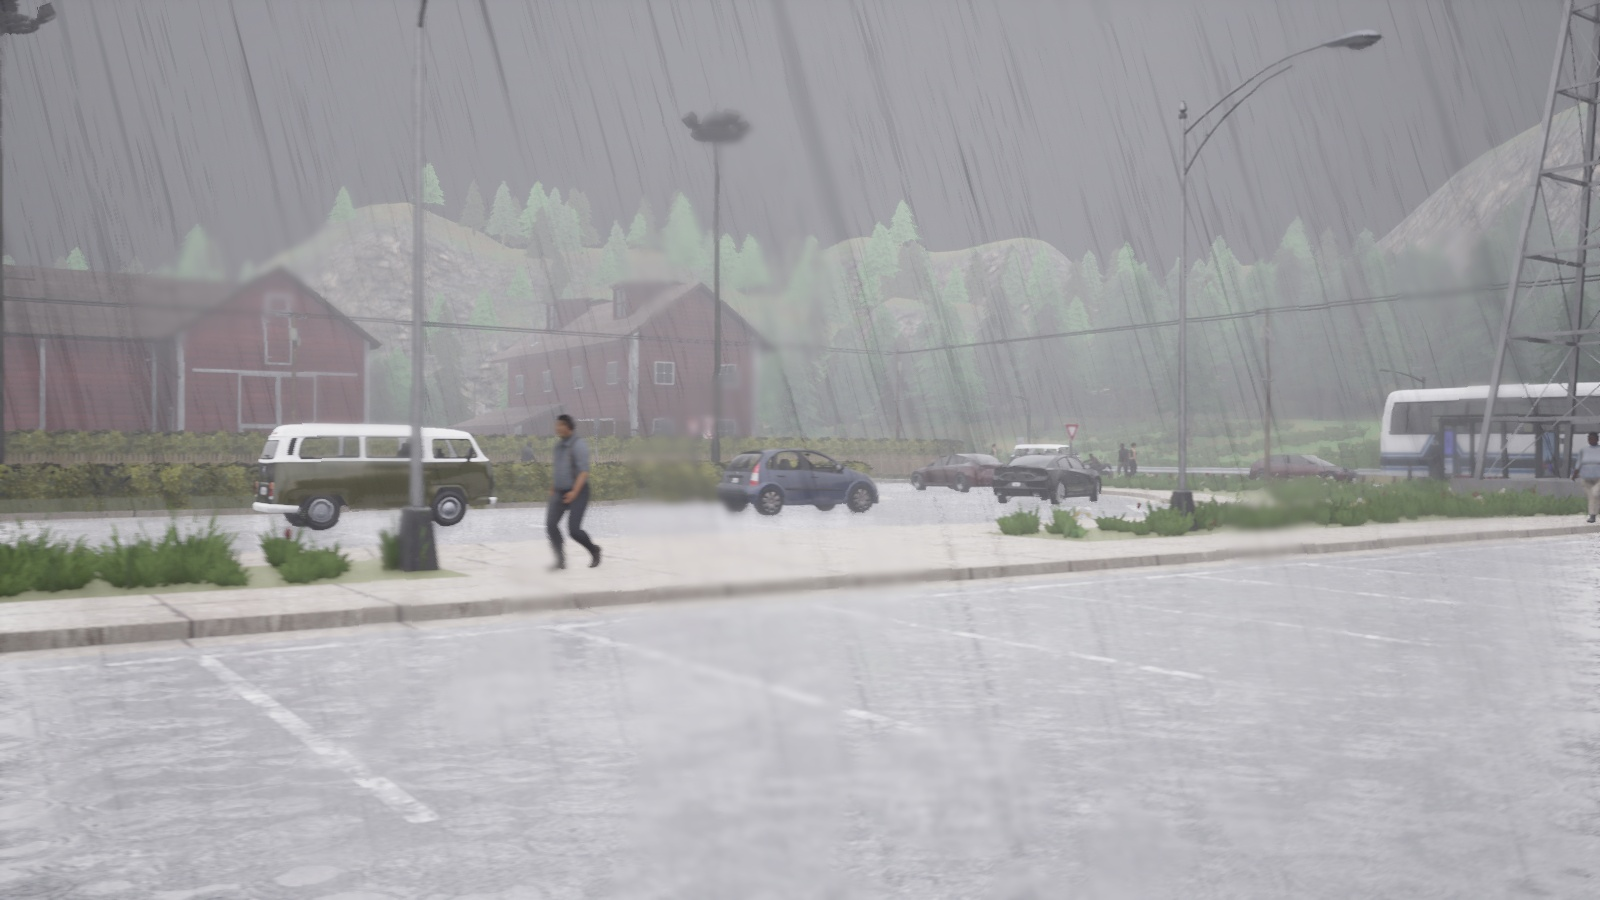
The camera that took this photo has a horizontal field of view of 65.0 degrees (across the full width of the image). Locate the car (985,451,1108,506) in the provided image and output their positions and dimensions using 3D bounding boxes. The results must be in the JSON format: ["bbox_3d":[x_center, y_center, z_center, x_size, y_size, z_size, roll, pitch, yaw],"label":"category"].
[{"bbox_3d":[7.561,0.800,38.120,1.882,1.535,5.008,0,0,33],"label":"car"}]

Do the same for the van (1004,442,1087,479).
[{"bbox_3d":[14.000,0.618,71.699,2.069,2.038,4.480,0,-1,-34],"label":"van"}]

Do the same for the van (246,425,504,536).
[{"bbox_3d":[-8.456,0.550,25.131,4.480,2.038,2.069,0,0,-34],"label":"van"}]

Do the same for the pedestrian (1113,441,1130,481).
[{"bbox_3d":[14.767,0.510,57.657,0.703,1.840,0.431,0,0,-42],"label":"pedestrian"}]

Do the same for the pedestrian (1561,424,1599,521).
[{"bbox_3d":[15.414,0.427,24.308,0.900,1.855,0.874,0,0,-33],"label":"pedestrian"}]

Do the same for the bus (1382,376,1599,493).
[{"bbox_3d":[28.901,-0.571,49.461,3.944,4.253,10.273,0,0,-34],"label":"bus"}]

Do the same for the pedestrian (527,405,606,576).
[{"bbox_3d":[-2.599,0.440,14.001,0.540,1.848,0.694,0,0,35],"label":"pedestrian"}]

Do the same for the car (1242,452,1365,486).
[{"bbox_3d":[23.170,0.838,57.894,2.163,1.488,4.792,0,0,-44],"label":"car"}]

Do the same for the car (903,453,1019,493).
[{"bbox_3d":[6.219,0.852,49.049,2.163,1.488,4.792,0,0,-28],"label":"car"}]

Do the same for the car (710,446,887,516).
[{"bbox_3d":[-0.011,0.719,30.915,3.988,1.617,1.851,0,0,-34],"label":"car"}]

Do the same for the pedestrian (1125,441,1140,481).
[{"bbox_3d":[15.135,0.508,57.182,0.594,1.836,0.345,0,0,-19],"label":"pedestrian"}]

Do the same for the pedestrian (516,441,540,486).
[{"bbox_3d":[-11.462,0.554,52.947,0.849,1.883,0.563,0,0,-33],"label":"pedestrian"}]

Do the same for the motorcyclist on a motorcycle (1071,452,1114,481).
[{"bbox_3d":[15.321,0.856,65.711,2.044,1.523,0.797,0,0,-12],"label":"motorcyclist on a motorcycle"}]
